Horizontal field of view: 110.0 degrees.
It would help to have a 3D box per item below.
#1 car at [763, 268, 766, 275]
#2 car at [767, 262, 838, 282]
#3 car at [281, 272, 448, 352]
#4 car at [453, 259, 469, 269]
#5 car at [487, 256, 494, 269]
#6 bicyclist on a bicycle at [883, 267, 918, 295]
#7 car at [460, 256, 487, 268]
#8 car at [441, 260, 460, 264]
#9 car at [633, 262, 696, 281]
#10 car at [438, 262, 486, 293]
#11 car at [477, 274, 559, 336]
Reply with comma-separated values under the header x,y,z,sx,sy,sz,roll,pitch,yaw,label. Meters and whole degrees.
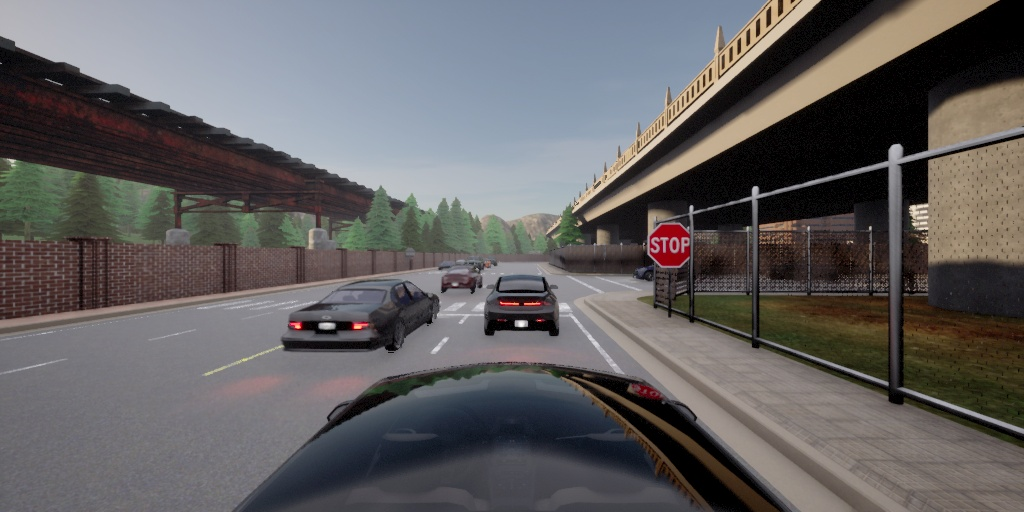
x,y,z,sx,sy,sz,roll,pitch,yaw,label
25.055,1.256,31.922,4.892,1.490,1.837,0,0,2,car
23.196,1.315,28.483,4.181,1.385,1.994,0,0,2,car
-3.230,1.297,8.905,2.033,1.411,5.357,0,0,2,car
-8.196,1.276,57.919,1.812,1.442,4.674,0,0,3,car
-4.673,1.102,58.421,2.097,1.767,4.553,0,0,3,car
19.085,1.051,17.639,0.582,1.620,1.656,0,0,2,bicyclist on a bicycle
-5.107,0.971,48.782,2.150,2.045,5.566,0,0,3,car
-8.609,1.297,48.759,2.033,1.411,5.357,0,0,3,car
12.166,1.102,28.868,4.553,1.767,2.097,0,0,2,car
-2.816,1.276,20.626,1.812,1.442,4.674,0,0,2,car
0.291,1.255,10.381,1.837,1.490,4.892,0,0,2,car
